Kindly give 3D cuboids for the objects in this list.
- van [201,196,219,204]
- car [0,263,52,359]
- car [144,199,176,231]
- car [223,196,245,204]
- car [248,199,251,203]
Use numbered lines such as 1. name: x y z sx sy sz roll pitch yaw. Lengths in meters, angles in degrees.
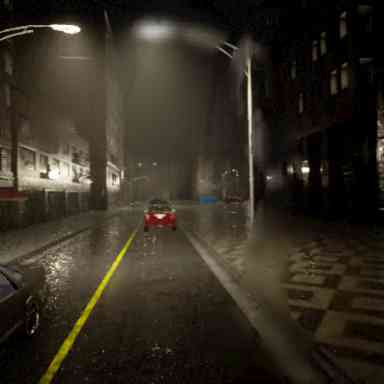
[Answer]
1. van: 3.935 1.928 75.432 3.998 1.788 1.690 -1 0 -7
2. car: -3.305 1.654 3.921 2.033 1.411 5.357 -1 -1 -6
3. car: -2.230 1.627 23.084 2.097 1.767 4.553 -1 -1 -6
4. car: 9.534 1.795 76.113 5.009 1.841 2.192 -1 0 -7
5. car: 15.137 1.935 76.791 4.313 1.339 1.947 -1 0 -7
